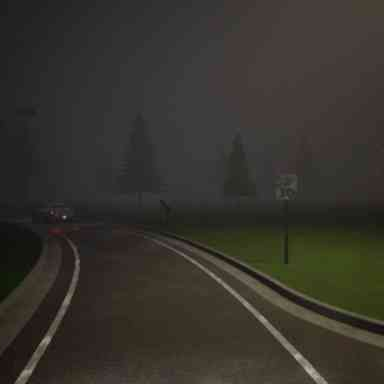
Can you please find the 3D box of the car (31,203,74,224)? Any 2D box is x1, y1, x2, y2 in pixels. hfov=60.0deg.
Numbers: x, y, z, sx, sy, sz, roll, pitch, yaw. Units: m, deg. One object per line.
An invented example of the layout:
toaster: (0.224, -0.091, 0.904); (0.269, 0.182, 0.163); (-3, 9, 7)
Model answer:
car: (-10.415, 1.515, 24.758); (1.812, 1.442, 4.674); (0, 0, -43)

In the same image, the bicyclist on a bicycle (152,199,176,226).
bicyclist on a bicycle: (-1.703, 1.241, 20.183); (1.656, 1.620, 0.582); (-1, 0, -31)
